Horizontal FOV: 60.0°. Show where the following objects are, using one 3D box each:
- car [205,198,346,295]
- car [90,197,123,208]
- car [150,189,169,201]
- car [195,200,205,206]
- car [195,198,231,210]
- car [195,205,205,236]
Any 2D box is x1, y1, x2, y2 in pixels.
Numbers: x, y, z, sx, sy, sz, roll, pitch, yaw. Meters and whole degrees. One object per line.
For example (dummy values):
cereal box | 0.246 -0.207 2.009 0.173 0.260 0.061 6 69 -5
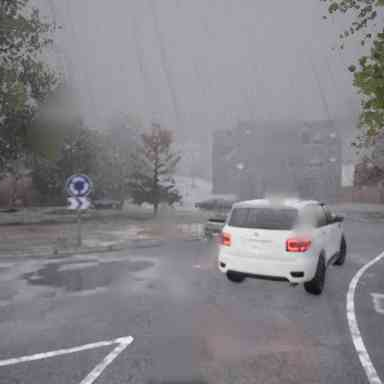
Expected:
car | 2.706 1.188 9.066 2.150 2.045 5.566 0 0 31
car | -11.581 1.415 43.875 4.902 1.511 2.128 0 0 1
car | -5.715 0.500 58.899 2.150 2.045 5.566 0 5 11
car | 2.443 1.468 37.631 1.895 1.301 4.718 0 0 -39
car | 2.579 1.425 41.757 4.181 1.385 1.994 0 0 42
car | 2.549 1.438 14.573 2.128 1.511 4.902 1 1 42
